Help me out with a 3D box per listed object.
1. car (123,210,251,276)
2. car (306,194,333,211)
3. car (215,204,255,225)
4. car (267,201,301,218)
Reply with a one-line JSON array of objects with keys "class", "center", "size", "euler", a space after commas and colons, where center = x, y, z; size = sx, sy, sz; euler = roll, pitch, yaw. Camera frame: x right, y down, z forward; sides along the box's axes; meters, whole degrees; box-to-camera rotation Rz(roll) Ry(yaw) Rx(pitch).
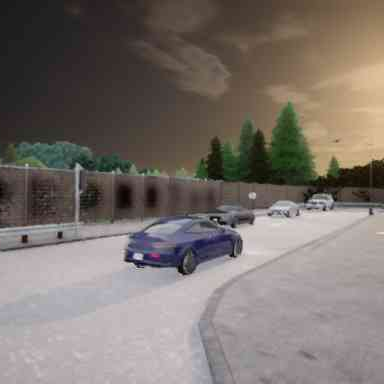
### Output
[{"class": "car", "center": [-0.082, 1.478, 10.317], "size": [1.812, 1.442, 4.674], "euler": [1, 0, 34]}, {"class": "car", "center": [16.099, 1.293, 41.760], "size": [2.150, 2.045, 5.566], "euler": [1, 0, 36]}, {"class": "car", "center": [2.481, 1.498, 21.520], "size": [1.994, 1.385, 4.181], "euler": [1, 0, 34]}, {"class": "car", "center": [8.443, 1.520, 30.415], "size": [1.812, 1.442, 4.674], "euler": [1, 0, 34]}]
